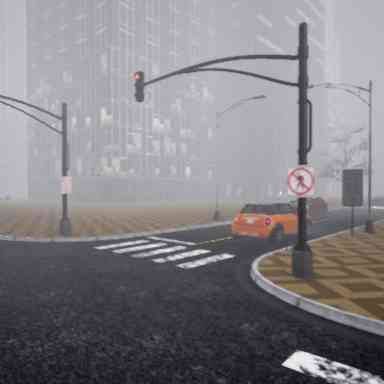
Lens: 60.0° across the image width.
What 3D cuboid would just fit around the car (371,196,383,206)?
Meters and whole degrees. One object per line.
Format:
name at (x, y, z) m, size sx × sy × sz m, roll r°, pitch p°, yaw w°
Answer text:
car at (24.224, 1.147, 42.730) m, size 1.994 × 1.385 × 4.181 m, roll 1°, pitch 1°, yaw 43°

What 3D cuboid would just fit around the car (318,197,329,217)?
car at (8.798, 1.117, 25.667) m, size 2.097 × 1.767 × 4.553 m, roll 1°, pitch 1°, yaw 42°

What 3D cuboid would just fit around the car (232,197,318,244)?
car at (3.846, 1.234, 15.531) m, size 2.097 × 1.767 × 4.553 m, roll 1°, pitch 1°, yaw 41°
